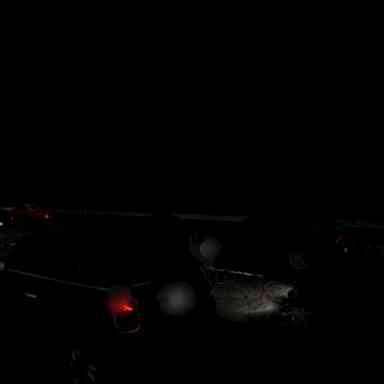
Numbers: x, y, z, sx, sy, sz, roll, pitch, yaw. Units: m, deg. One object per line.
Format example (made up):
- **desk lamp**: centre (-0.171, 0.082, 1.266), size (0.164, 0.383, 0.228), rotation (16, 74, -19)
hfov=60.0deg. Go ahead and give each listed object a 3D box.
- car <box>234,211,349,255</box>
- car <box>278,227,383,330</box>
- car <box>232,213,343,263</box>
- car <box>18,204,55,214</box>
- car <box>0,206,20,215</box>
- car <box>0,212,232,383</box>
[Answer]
- **car**: centre (4.106, 1.596, 13.963), size (4.181, 1.385, 1.994), rotation (0, 0, 36)
- **car**: centre (4.354, 1.542, 5.184), size (5.357, 1.411, 2.033), rotation (0, 0, 35)
- **car**: centre (2.357, 1.507, 10.910), size (5.008, 1.535, 1.882), rotation (0, 0, 36)
- **car**: centre (-12.752, 1.654, 25.989), size (5.008, 1.535, 1.882), rotation (0, 0, 36)
- **car**: centre (-14.015, 1.771, 22.592), size (4.718, 1.301, 1.895), rotation (0, 0, 36)
- **car**: centre (-1.910, 1.383, 5.356), size (4.553, 1.767, 2.097), rotation (-1, 0, 36)
